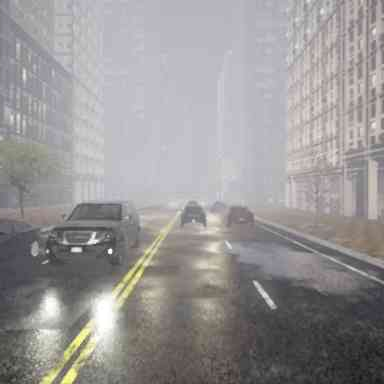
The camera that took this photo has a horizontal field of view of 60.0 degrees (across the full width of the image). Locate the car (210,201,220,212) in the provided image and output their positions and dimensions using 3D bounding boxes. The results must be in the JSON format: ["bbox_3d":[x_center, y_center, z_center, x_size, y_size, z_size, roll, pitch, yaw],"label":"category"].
[{"bbox_3d":[3.351,1.848,42.802,1.812,1.442,4.674,0,0,0],"label":"car"}]

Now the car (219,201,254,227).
[{"bbox_3d":[3.306,1.666,24.382,1.882,1.535,5.008,0,0,1],"label":"car"}]

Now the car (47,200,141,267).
[{"bbox_3d":[-3.259,1.323,12.197,2.150,2.045,5.566,0,-1,0],"label":"car"}]

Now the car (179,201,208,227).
[{"bbox_3d":[0.108,1.697,24.651,1.837,1.490,4.892,0,0,0],"label":"car"}]

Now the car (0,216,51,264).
[{"bbox_3d":[-6.499,1.560,10.382,1.882,1.535,5.008,0,-1,0],"label":"car"}]
